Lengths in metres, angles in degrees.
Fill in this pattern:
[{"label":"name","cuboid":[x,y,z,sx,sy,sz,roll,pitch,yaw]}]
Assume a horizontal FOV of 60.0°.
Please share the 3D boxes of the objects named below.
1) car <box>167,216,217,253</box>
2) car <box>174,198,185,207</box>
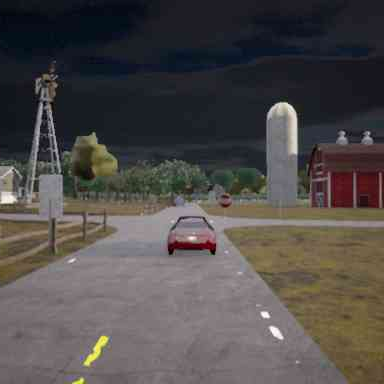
[{"label":"car","cuboid":[0.006,1.716,14.353,1.994,1.385,4.181,0,-1,0]},{"label":"car","cuboid":[-2.749,2.302,73.262,2.150,2.045,5.566,0,-1,0]}]
